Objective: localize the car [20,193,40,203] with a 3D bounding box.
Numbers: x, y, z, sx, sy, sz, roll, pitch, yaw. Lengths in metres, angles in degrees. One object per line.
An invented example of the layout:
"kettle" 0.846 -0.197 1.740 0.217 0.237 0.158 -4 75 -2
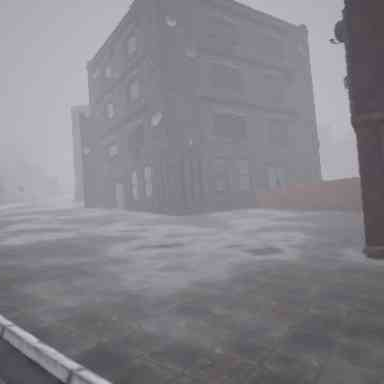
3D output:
"car" -29.063 0.995 59.543 2.128 1.511 4.902 -4 3 -2
